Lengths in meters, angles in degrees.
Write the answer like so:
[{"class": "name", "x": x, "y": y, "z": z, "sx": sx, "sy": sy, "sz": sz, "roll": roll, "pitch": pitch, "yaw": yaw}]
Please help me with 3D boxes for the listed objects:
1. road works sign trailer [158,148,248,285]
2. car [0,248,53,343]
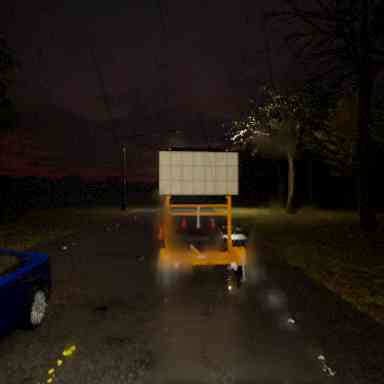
[{"class": "road works sign trailer", "x": 0.174, "y": 0.519, "z": 9.804, "sx": 2.380, "sy": 3.560, "sz": 2.880, "roll": 0, "pitch": 0, "yaw": -8}, {"class": "car", "x": -3.508, "y": 1.501, "z": 4.134, "sx": 1.882, "sy": 1.535, "sz": 5.008, "roll": 0, "pitch": 0, "yaw": 0}]
